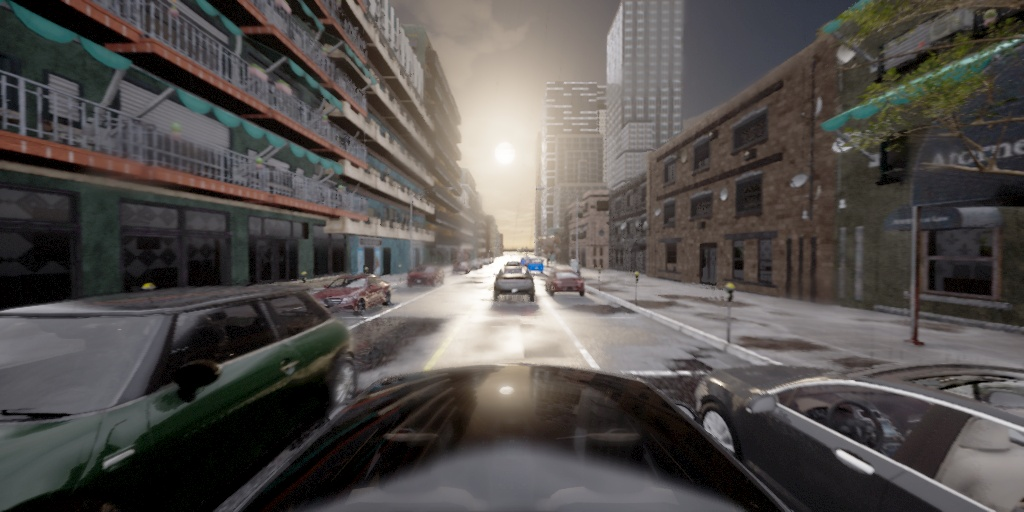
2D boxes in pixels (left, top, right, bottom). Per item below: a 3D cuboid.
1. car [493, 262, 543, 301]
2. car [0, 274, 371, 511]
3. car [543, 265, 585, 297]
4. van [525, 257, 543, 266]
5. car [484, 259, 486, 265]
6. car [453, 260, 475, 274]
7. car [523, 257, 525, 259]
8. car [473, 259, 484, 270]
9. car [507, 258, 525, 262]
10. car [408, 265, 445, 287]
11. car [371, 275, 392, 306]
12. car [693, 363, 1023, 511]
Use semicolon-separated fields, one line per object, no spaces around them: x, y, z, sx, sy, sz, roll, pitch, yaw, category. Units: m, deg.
0.101;1.242;17.349;2.128;1.511;4.902;0;0;0;car
-3.098;1.102;2.853;2.097;1.767;4.553;0;0;0;car
2.690;1.332;18.690;1.802;1.307;4.207;0;0;0;car
2.690;1.085;41.010;1.690;1.789;3.998;0;0;0;van
-5.691;1.177;57.708;1.967;1.591;4.097;0;0;0;car
-5.691;1.327;40.966;1.802;1.307;4.207;0;0;0;car
2.690;1.285;52.171;1.888;1.381;4.507;0;0;0;car
-5.691;1.291;52.129;2.007;1.370;4.403;0;0;0;car
0.101;1.250;37.693;1.837;1.490;4.892;0;0;0;car
-5.691;1.295;24.225;1.888;1.381;4.507;0;0;0;car
-5.691;1.333;13.065;1.802;1.307;4.207;0;0;0;car
2.694;1.300;1.950;2.007;1.370;4.403;0;0;0;car
